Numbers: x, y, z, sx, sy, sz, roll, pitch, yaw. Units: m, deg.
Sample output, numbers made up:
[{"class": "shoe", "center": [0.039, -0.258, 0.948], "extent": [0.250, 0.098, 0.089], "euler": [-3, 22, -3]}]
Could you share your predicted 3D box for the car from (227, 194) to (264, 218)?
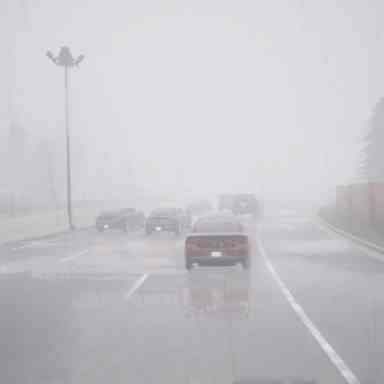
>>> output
[{"class": "car", "center": [4.991, 1.180, 29.382], "extent": [2.150, 2.045, 5.566], "euler": [-2, 0, 19]}]

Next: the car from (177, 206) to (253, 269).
[{"class": "car", "center": [0.895, 1.488, 11.218], "extent": [1.882, 1.535, 5.008], "euler": [-2, 0, 6]}]

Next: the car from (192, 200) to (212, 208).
[{"class": "car", "center": [0.864, 1.617, 37.946], "extent": [1.812, 1.442, 4.674], "euler": [-2, 0, 22]}]

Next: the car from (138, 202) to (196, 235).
[{"class": "car", "center": [-1.261, 1.598, 19.378], "extent": [1.837, 1.490, 4.892], "euler": [-2, 0, 11]}]

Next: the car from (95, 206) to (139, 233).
[{"class": "car", "center": [-4.424, 1.684, 21.310], "extent": [1.837, 1.490, 4.892], "euler": [-2, 0, 11]}]

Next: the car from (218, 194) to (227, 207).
[{"class": "car", "center": [4.627, 1.217, 37.957], "extent": [2.150, 2.045, 5.566], "euler": [-2, 0, 23]}]
